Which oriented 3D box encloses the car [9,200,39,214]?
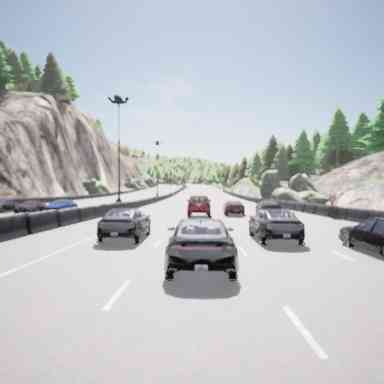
[{"bbox_3d":[-16.892,1.547,35.220,1.994,1.385,4.181,0,0,1],"label":"car"}]

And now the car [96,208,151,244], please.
[{"bbox_3d":[-3.128,1.513,15.995,2.128,1.511,4.902,0,0,1],"label":"car"}]

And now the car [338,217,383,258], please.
[{"bbox_3d":[7.303,1.625,12.198,2.033,1.411,5.357,0,0,1],"label":"car"}]

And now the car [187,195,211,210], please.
[{"bbox_3d":[0.669,1.307,32.024,2.150,2.045,5.566,0,0,1],"label":"car"}]

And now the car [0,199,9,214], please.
[{"bbox_3d":[-20.375,1.510,35.815,2.033,1.411,5.357,0,0,1],"label":"car"}]

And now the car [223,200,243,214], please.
[{"bbox_3d":[4.203,1.591,33.967,1.882,1.535,5.008,0,0,1],"label":"car"}]

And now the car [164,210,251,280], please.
[{"bbox_3d":[0.262,1.519,10.021,2.128,1.511,4.902,0,0,1],"label":"car"}]

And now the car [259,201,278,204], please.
[{"bbox_3d":[7.703,1.613,33.919,1.882,1.535,5.008,0,0,1],"label":"car"}]

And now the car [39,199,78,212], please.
[{"bbox_3d":[-13.413,1.480,34.366,1.882,1.535,5.008,0,0,2],"label":"car"}]

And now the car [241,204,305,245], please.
[{"bbox_3d":[3.869,1.557,15.805,2.128,1.511,4.902,0,0,1],"label":"car"}]
